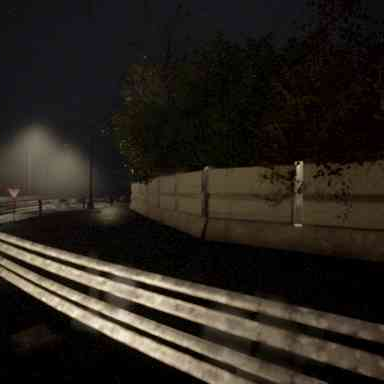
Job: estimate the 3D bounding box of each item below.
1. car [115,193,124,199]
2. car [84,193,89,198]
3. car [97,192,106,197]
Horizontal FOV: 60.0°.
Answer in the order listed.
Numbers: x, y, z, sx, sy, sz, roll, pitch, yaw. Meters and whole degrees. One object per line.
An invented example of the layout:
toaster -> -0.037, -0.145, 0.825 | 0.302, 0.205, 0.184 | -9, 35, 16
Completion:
car -> -19.565, 1.041, 89.837 | 1.882, 1.535, 5.008 | 0, 0, -1
car -> -27.897, 1.034, 89.249 | 1.837, 1.490, 4.892 | 0, 0, -17
car -> -24.495, 0.900, 90.079 | 2.097, 1.767, 4.553 | 0, 0, -17
